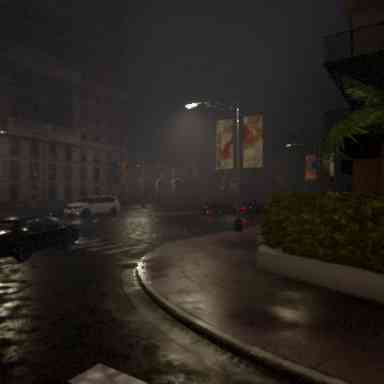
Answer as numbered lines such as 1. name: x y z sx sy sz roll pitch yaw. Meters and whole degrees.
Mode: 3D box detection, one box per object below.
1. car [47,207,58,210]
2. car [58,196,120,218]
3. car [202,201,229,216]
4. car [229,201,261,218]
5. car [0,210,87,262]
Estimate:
1. car: -11.936 1.721 33.773 2.033 1.411 5.357 0 0 33
2. car: -9.284 1.388 31.430 2.150 2.045 5.566 0 0 33
3. car: 2.865 1.725 35.115 1.837 1.490 4.892 0 0 33
4. car: 5.884 1.723 33.331 1.837 1.490 4.892 0 0 33
5. car: -6.228 1.608 12.488 2.033 1.411 5.357 0 0 8
